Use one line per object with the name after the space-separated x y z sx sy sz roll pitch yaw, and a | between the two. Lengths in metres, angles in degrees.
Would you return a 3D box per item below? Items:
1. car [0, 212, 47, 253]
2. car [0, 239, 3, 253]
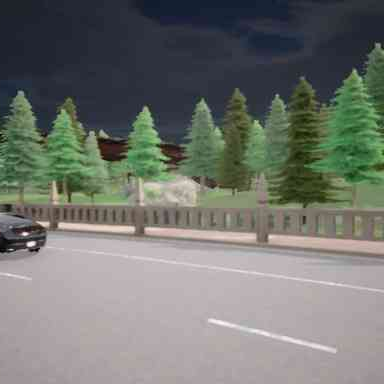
-7.578 1.534 12.458 4.892 1.490 1.837 0 0 29 | car
-7.619 1.260 8.524 5.566 2.045 2.150 0 0 30 | car
